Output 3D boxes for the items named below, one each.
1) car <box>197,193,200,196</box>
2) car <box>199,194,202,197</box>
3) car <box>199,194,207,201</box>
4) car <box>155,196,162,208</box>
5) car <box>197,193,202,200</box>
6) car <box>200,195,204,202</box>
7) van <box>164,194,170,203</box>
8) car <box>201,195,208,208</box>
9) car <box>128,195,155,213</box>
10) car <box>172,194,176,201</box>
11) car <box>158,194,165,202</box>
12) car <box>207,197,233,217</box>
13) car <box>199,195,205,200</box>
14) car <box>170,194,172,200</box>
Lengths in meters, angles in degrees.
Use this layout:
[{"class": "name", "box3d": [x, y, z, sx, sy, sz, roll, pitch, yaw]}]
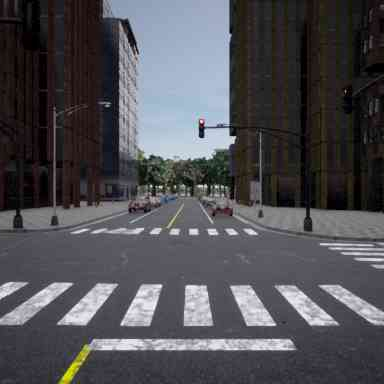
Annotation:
[{"class": "car", "box3d": [2.740, 1.341, 80.721, 2.192, 1.841, 5.009, 0, 0, 0]}, {"class": "car", "box3d": [2.745, 1.542, 64.578, 1.752, 1.417, 4.829, 0, 0, 0]}, {"class": "car", "box3d": [2.747, 1.558, 58.971, 1.887, 1.381, 4.507, 0, 0, 0]}, {"class": "car", "box3d": [-5.776, 1.591, 48.093, 1.802, 1.307, 4.206, 0, 0, 0]}, {"class": "car", "box3d": [2.742, 1.548, 75.453, 1.752, 1.417, 4.829, 0, 0, 0]}, {"class": "car", "box3d": [2.748, 1.556, 53.533, 1.887, 1.381, 4.507, 0, 0, 0]}, {"class": "van", "box3d": [-5.780, 1.357, 64.406, 1.690, 1.788, 3.998, 0, 0, 0]}, {"class": "car", "box3d": [2.750, 1.560, 48.095, 2.008, 1.369, 4.403, 0, 0, 0]}, {"class": "car", "box3d": [-5.773, 1.320, 37.218, 2.192, 1.841, 5.009, 0, 0, 0]}, {"class": "car", "box3d": [-5.786, 1.596, 86.156, 1.947, 1.339, 4.313, 0, 0, 0]}, {"class": "car", "box3d": [-5.777, 1.536, 53.361, 1.752, 1.417, 4.829, 0, 0, 0]}, {"class": "car", "box3d": [2.754, 1.444, 31.783, 1.967, 1.590, 4.097, 0, 0, 0]}, {"class": "car", "box3d": [2.738, 1.560, 91.766, 1.752, 1.417, 4.829, 0, 0, 0]}, {"class": "car", "box3d": [-5.781, 1.570, 69.844, 2.008, 1.369, 4.403, 0, 0, 0]}]
